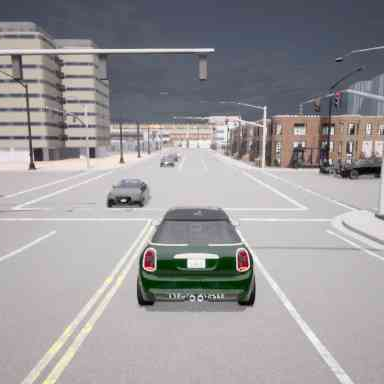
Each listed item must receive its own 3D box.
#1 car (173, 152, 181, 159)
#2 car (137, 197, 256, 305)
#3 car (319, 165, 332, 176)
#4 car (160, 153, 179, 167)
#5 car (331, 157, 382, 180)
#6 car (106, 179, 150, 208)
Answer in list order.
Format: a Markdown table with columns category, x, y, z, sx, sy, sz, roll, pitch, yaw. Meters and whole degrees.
| category | x | y | z | sx | sy | sz | roll | pitch | yaw |
| --- | --- | --- | --- | --- | --- | --- | --- | --- | --- |
| car | -3.502 | -6.275 | 60.482 | 1.882 | 1.535 | 5.008 | 0 | 10 | 0 |
| car | 0.084 | 1.073 | 7.685 | 2.097 | 1.767 | 4.553 | 0 | 4 | 0 |
| car | 15.977 | -2.503 | 35.804 | 4.181 | 1.385 | 1.994 | 0 | 9 | 0 |
| car | -3.558 | -4.528 | 48.884 | 2.128 | 1.511 | 4.902 | 0 | 9 | 1 |
| car | 17.060 | -2.323 | 32.283 | 5.566 | 2.045 | 2.150 | 0 | 9 | 1 |
| car | -3.578 | -0.023 | 19.246 | 1.994 | 1.385 | 4.181 | 0 | 9 | 0 |
